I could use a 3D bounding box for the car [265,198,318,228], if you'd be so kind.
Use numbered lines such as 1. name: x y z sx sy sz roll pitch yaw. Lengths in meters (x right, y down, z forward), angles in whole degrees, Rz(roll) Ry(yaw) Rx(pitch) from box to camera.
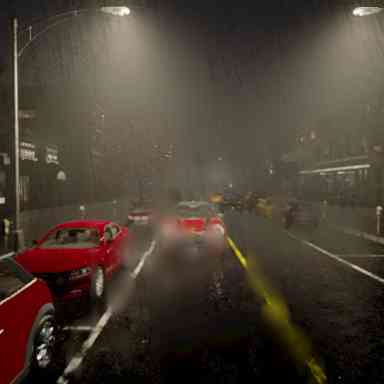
1. car: 5.775 1.235 19.131 1.947 1.339 4.313 0 1 0

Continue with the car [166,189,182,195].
1. car: -2.478 0.491 46.900 2.192 1.841 5.009 0 1 0

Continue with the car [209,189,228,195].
1. car: 3.244 0.724 43.174 1.882 1.535 5.008 0 1 1

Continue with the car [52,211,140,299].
1. car: -2.658 1.399 8.072 1.887 1.381 4.507 0 1 0

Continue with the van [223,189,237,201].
1. van: 5.928 0.429 52.411 1.690 1.788 3.998 0 1 0

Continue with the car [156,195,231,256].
1. car: 0.054 1.140 12.131 2.097 1.767 4.553 0 1 0

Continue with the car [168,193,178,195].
1. car: -2.554 1.049 30.263 1.802 1.307 4.206 0 1 0

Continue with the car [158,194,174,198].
1. car: -2.580 1.114 24.714 2.008 1.369 4.403 0 1 0

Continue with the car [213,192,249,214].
1. car: 3.187 1.000 28.173 2.128 1.511 4.902 0 1 1

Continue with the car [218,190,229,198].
1. car: 5.983 0.415 63.679 1.752 1.417 4.829 0 1 0

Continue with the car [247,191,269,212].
1. car: 5.824 0.791 30.221 2.192 1.841 5.009 0 1 0

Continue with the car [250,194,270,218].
1. car: 5.802 1.095 24.846 1.752 1.417 4.829 0 1 0

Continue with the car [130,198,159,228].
1. car: -2.606 1.242 19.168 1.802 1.307 4.206 0 1 0

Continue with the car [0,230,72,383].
1. car: -2.685 1.391 2.523 1.967 1.590 4.097 0 1 0

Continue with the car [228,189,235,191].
1. car: 5.905 0.707 47.037 1.752 1.417 4.829 0 1 0
